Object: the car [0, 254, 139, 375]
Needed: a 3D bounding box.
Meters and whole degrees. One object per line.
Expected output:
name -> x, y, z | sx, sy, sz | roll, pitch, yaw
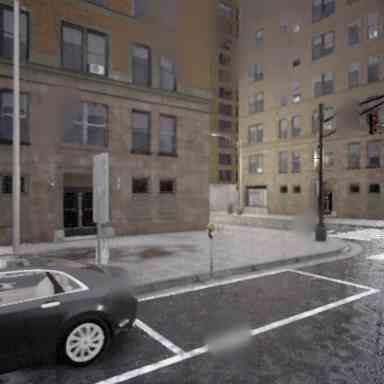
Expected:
car -> -2.838, 1.551, 4.166 | 4.403, 1.369, 2.008 | 0, 0, -36
